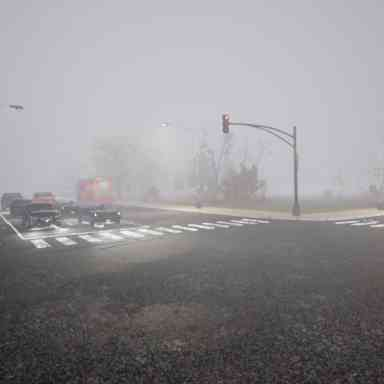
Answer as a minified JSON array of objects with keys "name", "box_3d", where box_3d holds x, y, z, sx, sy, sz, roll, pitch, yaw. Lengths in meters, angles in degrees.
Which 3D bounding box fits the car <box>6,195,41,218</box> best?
[{"name":"car","box_3d":[-15.127,1.369,29.765,1.882,1.535,5.008,-2,1,-32]}]

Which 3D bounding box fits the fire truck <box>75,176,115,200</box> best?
[{"name":"fire truck","box_3d":[-13.182,-0.105,44.999,2.891,3.827,8.468,-2,1,-32]}]

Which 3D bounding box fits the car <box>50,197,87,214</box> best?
[{"name":"car","box_3d":[-11.131,1.392,29.544,1.895,1.301,4.718,-2,1,-32]}]

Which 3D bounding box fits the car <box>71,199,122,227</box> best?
[{"name":"car","box_3d":[-6.219,1.407,21.813,1.895,1.301,4.718,-2,1,-32]}]

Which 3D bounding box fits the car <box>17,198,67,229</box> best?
[{"name":"car","box_3d":[-9.698,1.414,21.217,1.837,1.490,4.892,-2,1,-33]}]

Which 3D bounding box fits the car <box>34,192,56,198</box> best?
[{"name":"car","box_3d":[-17.846,0.991,40.099,2.150,2.045,5.566,-2,1,-32]}]

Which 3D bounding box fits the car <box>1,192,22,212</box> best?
[{"name":"car","box_3d":[-20.684,1.091,38.510,2.150,2.045,5.566,-2,2,-32]}]
